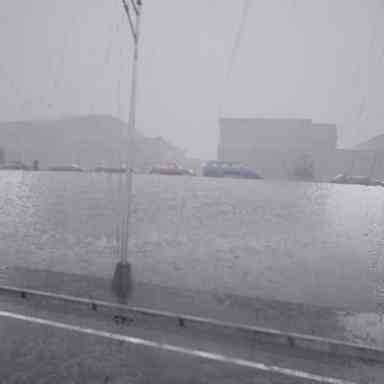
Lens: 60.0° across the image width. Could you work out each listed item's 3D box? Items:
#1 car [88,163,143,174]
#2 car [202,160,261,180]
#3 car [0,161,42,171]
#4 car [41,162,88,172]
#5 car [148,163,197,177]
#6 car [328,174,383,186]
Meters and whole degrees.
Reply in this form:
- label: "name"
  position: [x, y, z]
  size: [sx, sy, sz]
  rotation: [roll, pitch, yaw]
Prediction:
- label: "car"
  position: [-7.340, -2.129, 33.308]
  size: [4.892, 1.521, 2.231]
  rotation: [2, -2, 13]
- label: "car"
  position: [3.703, -1.823, 31.185]
  size: [5.566, 2.045, 2.435]
  rotation: [3, -2, 10]
- label: "car"
  position: [-17.976, -2.561, 35.831]
  size: [4.792, 1.488, 2.163]
  rotation: [2, -2, 15]
- label: "car"
  position: [-12.625, -2.322, 34.500]
  size: [4.674, 1.452, 2.002]
  rotation: [2, -2, 14]
- label: "car"
  position: [-1.815, -1.989, 32.194]
  size: [4.553, 1.767, 2.185]
  rotation: [3, -2, 11]
- label: "car"
  position: [14.591, -0.873, 29.554]
  size: [4.674, 1.452, 2.002]
  rotation: [4, -2, 8]
